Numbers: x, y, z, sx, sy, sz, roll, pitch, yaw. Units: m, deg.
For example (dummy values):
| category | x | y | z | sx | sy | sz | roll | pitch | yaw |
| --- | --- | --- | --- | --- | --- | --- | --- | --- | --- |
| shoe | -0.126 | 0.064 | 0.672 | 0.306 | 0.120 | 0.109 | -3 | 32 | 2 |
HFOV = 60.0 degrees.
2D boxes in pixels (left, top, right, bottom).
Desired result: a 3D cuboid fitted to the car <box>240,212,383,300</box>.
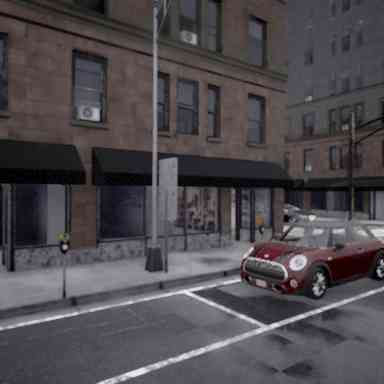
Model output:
| category | x | y | z | sx | sy | sz | roll | pitch | yaw |
| --- | --- | --- | --- | --- | --- | --- | --- | --- | --- |
| car | 3.135 | 1.485 | 8.449 | 4.097 | 1.590 | 1.967 | 0 | 0 | -36 |

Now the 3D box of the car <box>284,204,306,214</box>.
| category | x | y | z | sx | sy | sz | roll | pitch | yaw |
| --- | --- | --- | --- | --- | --- | --- | --- | --- | --- |
| car | 6.718 | 1.656 | 24.407 | 2.128 | 1.511 | 4.902 | 0 | 0 | -35 |
